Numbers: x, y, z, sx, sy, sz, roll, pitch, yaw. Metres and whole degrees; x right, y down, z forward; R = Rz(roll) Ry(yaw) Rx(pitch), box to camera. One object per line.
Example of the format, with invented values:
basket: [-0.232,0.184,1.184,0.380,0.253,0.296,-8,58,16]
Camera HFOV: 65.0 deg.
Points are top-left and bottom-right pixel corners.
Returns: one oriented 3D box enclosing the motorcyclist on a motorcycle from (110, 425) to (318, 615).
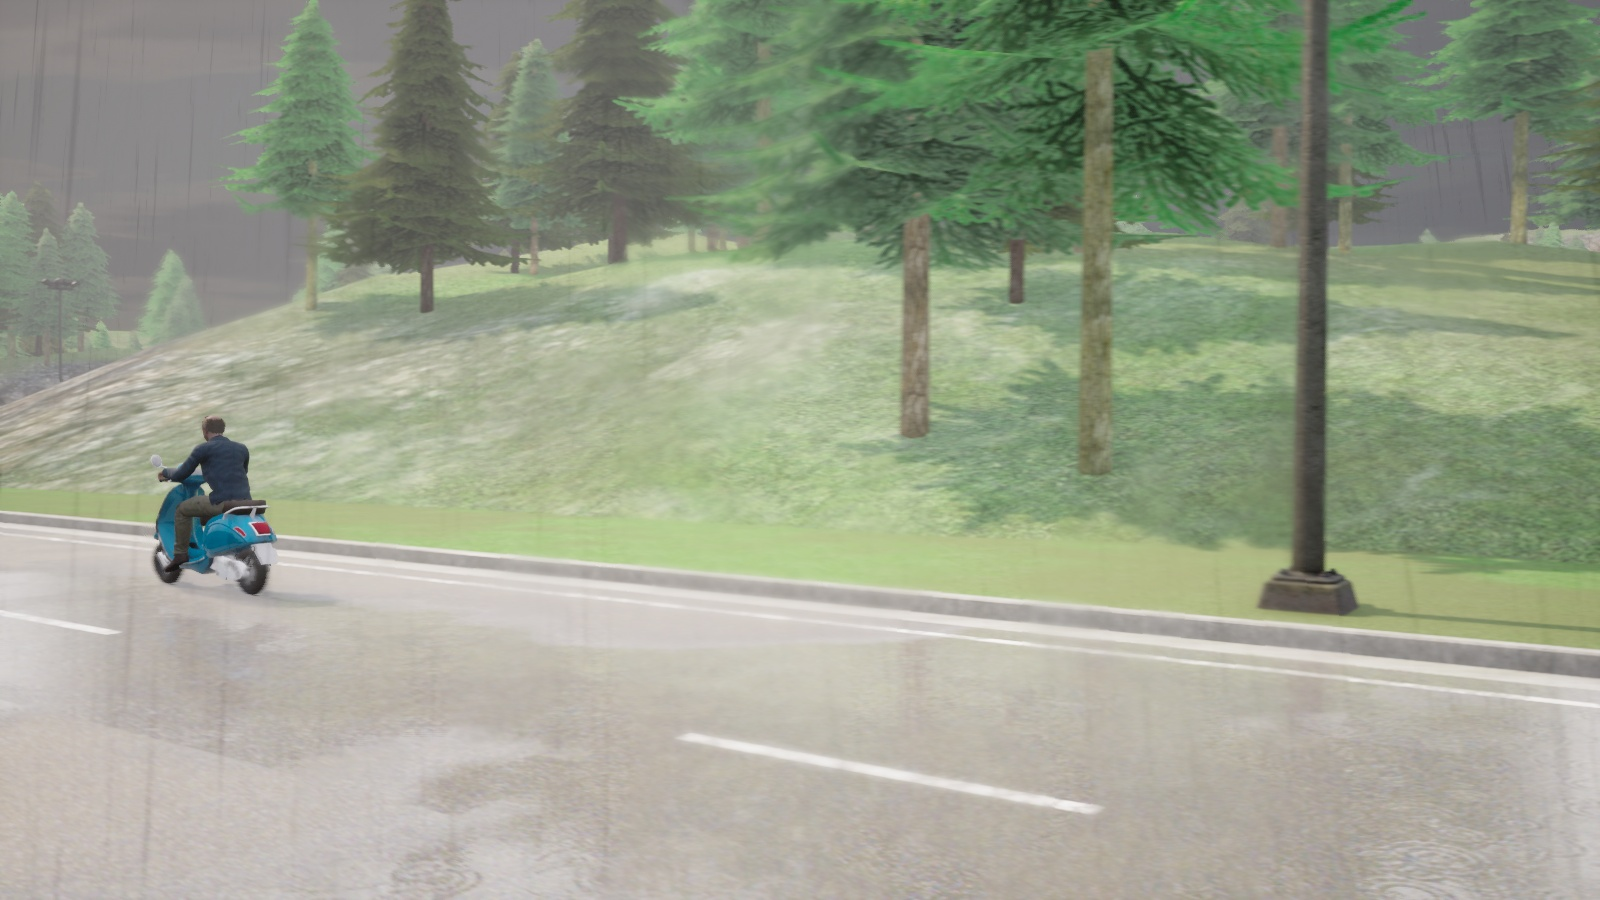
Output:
motorcyclist on a motorcycle: [-5.305,0.578,11.350,1.817,1.590,0.866,0,1,34]
